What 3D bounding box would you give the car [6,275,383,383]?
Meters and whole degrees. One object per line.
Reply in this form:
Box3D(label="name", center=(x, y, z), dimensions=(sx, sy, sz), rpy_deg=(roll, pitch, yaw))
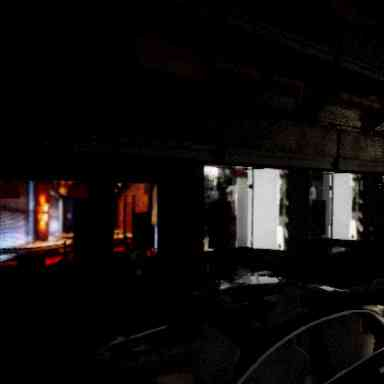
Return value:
Box3D(label="car", center=(0.354, 1.517, 2.710), dimensions=(4.403, 1.369, 2.008), rpy_deg=(0, 1, -34))
